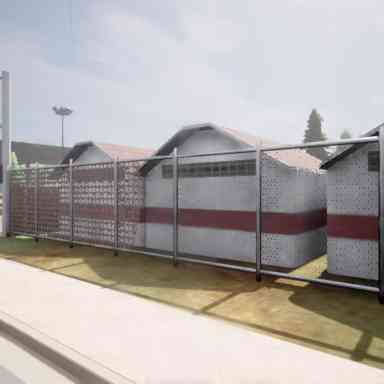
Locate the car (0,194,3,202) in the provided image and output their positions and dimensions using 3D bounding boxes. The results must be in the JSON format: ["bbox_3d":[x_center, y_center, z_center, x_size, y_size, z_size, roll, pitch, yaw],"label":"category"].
[{"bbox_3d":[-22.540,1.222,40.007,2.150,2.045,5.566,0,0,37],"label":"car"}]
